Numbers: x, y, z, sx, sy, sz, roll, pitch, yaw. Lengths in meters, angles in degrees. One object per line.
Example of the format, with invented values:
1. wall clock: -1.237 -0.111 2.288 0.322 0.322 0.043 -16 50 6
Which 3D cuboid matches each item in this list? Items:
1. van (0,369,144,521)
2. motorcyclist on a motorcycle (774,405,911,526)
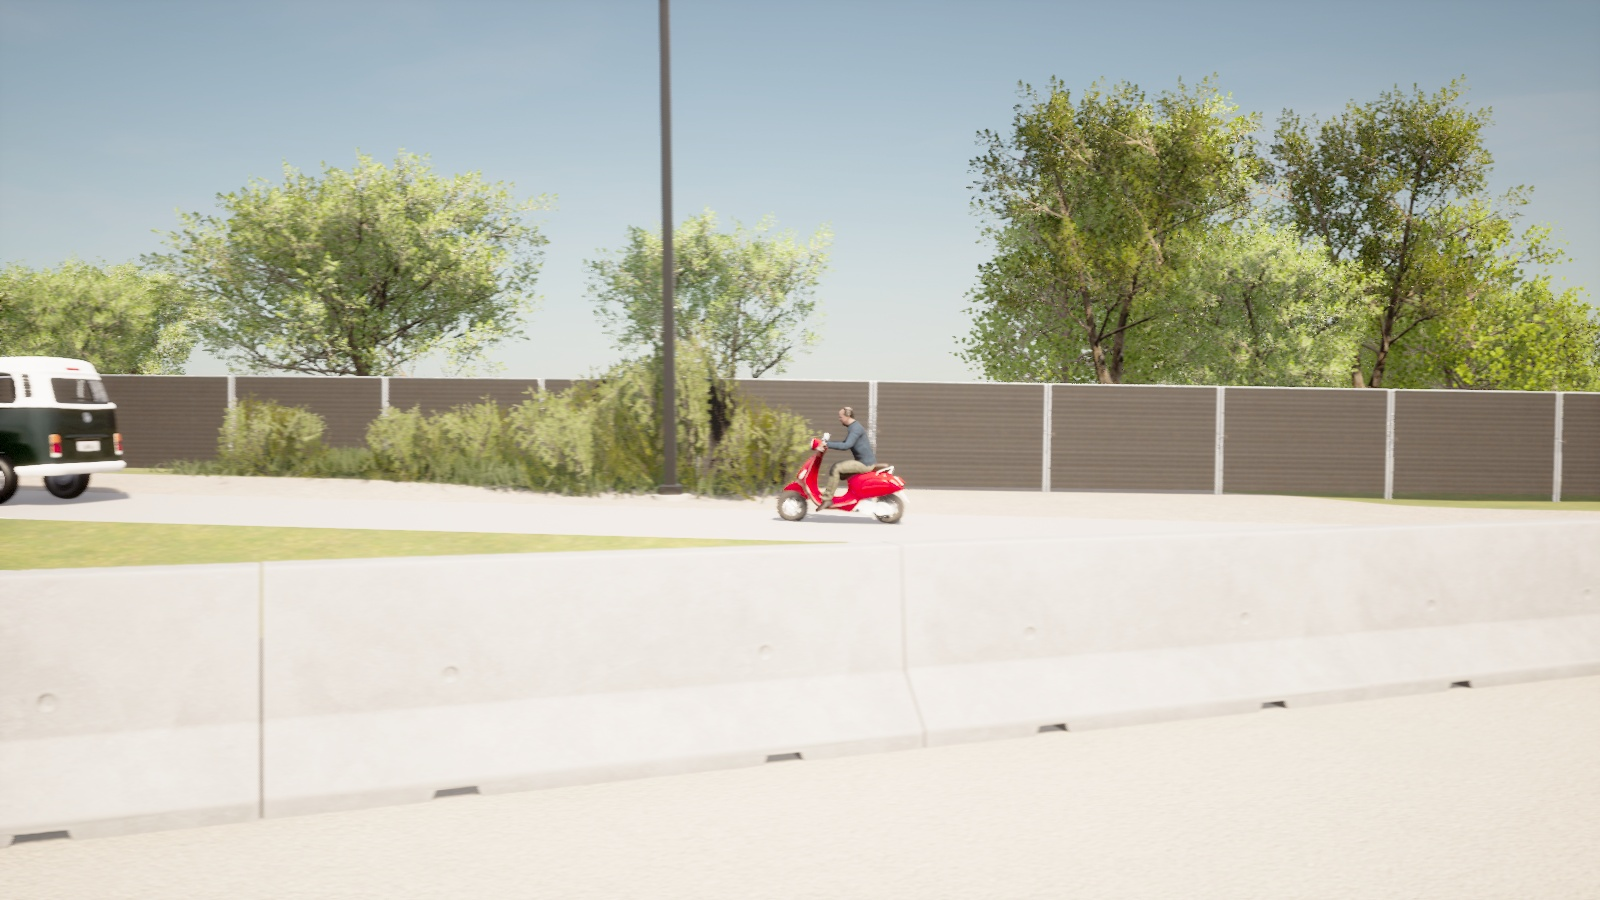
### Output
1. van: -12.307 -0.044 18.222 4.480 2.038 2.069 -1 1 6
2. motorcyclist on a motorcycle: 0.586 0.197 17.098 1.817 1.590 0.866 0 1 3
